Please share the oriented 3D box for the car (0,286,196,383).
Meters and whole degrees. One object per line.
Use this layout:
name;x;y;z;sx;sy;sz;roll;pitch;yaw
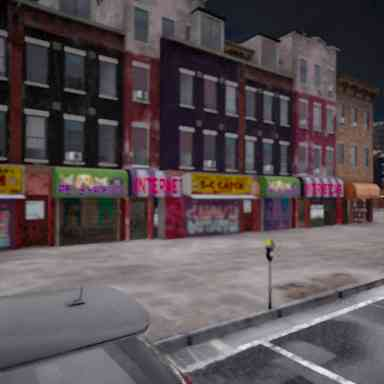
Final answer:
car;-1.827;1.434;1.518;4.097;1.590;1.967;1;0;-36
